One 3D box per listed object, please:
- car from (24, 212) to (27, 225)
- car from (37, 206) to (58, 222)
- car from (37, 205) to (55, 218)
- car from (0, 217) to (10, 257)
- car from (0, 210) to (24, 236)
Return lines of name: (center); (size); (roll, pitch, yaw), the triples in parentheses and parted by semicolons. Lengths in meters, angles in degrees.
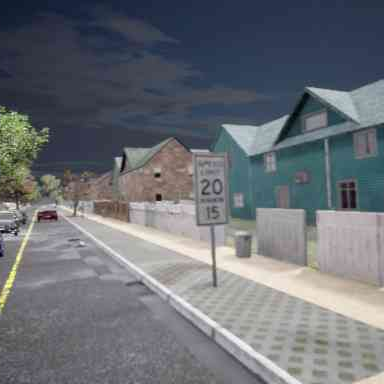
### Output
car: (-16.701, 2.396, 31.403); (1.994, 1.385, 4.181); (-2, 0, -24)
car: (-15.228, 2.285, 35.076); (1.882, 1.535, 5.008); (-2, 0, -24)
car: (-19.547, 2.584, 44.488); (2.033, 1.411, 5.357); (-2, 0, -24)
car: (-7.925, 1.896, 11.947); (1.812, 1.442, 4.674); (-2, -1, -24)
car: (-12.559, 2.119, 22.197); (1.837, 1.490, 4.892); (-2, -1, -24)
